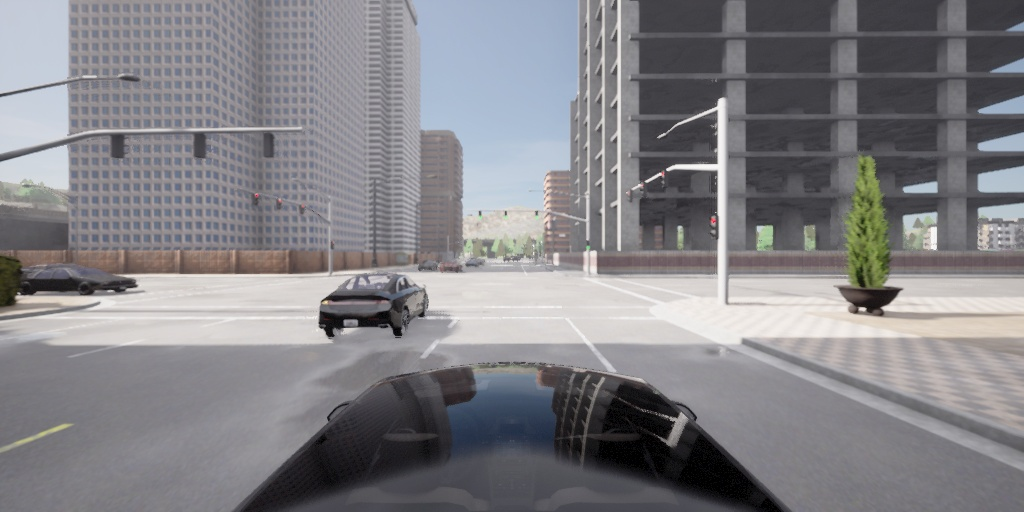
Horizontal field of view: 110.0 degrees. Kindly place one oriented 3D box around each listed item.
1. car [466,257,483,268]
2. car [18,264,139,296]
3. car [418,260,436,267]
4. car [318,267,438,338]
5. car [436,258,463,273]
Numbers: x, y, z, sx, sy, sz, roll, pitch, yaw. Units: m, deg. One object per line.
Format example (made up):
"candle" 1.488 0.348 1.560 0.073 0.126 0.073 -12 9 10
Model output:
"car" -6.898 1.284 62.897 2.033 1.411 5.357 0 0 1
"car" -23.133 1.294 18.905 5.357 1.411 2.033 0 0 1
"car" -10.727 1.245 46.152 1.837 1.490 4.892 0 0 1
"car" -3.636 1.240 10.197 2.128 1.511 4.902 0 0 -3
"car" -7.174 1.094 42.477 2.097 1.767 4.553 0 0 1
